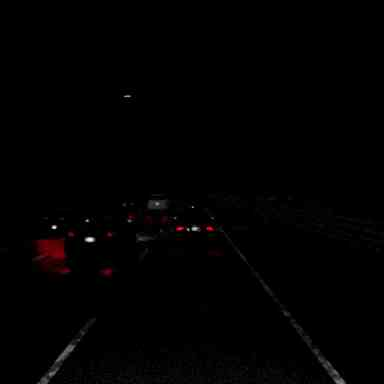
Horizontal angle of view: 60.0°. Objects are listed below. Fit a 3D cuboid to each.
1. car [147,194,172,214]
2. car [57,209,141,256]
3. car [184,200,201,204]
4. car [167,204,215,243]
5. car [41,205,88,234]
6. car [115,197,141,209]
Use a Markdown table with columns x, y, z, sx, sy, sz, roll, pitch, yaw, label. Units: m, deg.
| x | y | z | sx | sy | sz | roll | pitch | yaw | label |
| --- | --- | --- | --- | --- | --- | --- | --- | --- | --- |
| -3.409 | 1.233 | 35.588 | 2.150 | 2.045 | 5.566 | 0 | 0 | 1 | car |
| -3.405 | 1.562 | 13.099 | 1.994 | 1.385 | 4.181 | 0 | 0 | 0 | car |
| 0.090 | 1.578 | 37.088 | 1.994 | 1.385 | 4.181 | 0 | 0 | 0 | car |
| 0.097 | 1.546 | 15.994 | 2.033 | 1.411 | 5.357 | 0 | 0 | 0 | car |
| -6.899 | 1.499 | 19.083 | 1.837 | 1.490 | 4.892 | 1 | 0 | 0 | car |
| -6.911 | 1.365 | 36.174 | 2.097 | 1.767 | 4.553 | 0 | 0 | 0 | car |
